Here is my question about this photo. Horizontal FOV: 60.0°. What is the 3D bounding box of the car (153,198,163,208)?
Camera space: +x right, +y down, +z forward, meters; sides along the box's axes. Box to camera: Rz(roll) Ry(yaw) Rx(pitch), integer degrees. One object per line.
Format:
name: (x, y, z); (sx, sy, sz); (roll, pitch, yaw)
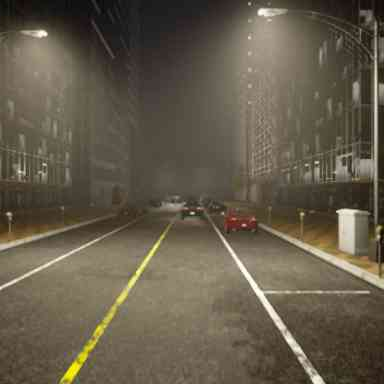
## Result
car: (-5.681, 1.596, 47.929); (1.887, 1.381, 4.507); (0, 0, 0)

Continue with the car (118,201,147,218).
car: (-5.684, 1.585, 30.851); (1.887, 1.381, 4.507); (0, 0, 0)

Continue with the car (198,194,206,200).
car: (2.707, 1.365, 93.458); (2.192, 1.841, 5.009); (0, 0, 0)

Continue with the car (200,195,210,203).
car: (2.703, 1.497, 70.689); (1.967, 1.590, 4.097); (0, 0, 0)

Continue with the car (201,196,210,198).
car: (2.699, 1.618, 47.920); (1.947, 1.339, 4.313); (0, 0, 0)

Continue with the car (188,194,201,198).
car: (0.009, 1.406, 53.798); (2.097, 1.767, 4.553); (0, 0, 0)

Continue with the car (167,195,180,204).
car: (-3.008, 1.554, 64.309); (2.128, 1.511, 4.902); (0, 0, 1)

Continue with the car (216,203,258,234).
car: (2.695, 1.574, 19.459); (1.887, 1.381, 4.507); (0, 0, 0)

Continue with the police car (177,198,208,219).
police car: (0.054, 1.543, 29.313); (2.038, 1.542, 4.974); (0, 0, 1)

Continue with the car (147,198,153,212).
car: (-5.683, 1.627, 36.545); (1.802, 1.307, 4.206); (0, 0, 0)

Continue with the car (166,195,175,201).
car: (-5.675, 1.603, 87.779); (2.008, 1.369, 4.403); (0, 0, 0)

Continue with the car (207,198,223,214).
car: (2.697, 1.611, 36.536); (1.947, 1.339, 4.313); (0, 0, 0)
